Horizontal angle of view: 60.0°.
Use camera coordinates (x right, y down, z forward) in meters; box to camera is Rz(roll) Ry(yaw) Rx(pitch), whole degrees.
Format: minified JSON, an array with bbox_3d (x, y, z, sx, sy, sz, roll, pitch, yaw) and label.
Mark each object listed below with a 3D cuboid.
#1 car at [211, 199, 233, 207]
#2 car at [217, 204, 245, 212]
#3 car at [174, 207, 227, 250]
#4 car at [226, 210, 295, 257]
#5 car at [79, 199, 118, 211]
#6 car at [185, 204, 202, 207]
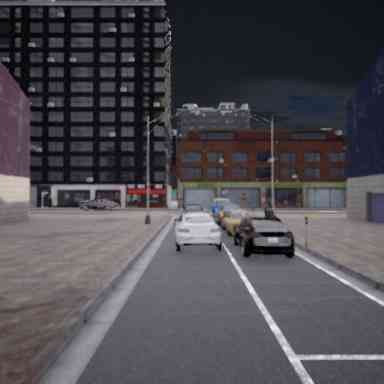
[{"bbox_3d":[2.645,1.536,23.846,1.967,1.590,4.097,0,0,0],"label":"car"},{"bbox_3d":[2.644,1.596,18.541,1.752,1.417,4.829,0,0,0],"label":"car"},{"bbox_3d":[0.205,1.578,14.467,1.812,1.442,4.674,0,0,-2],"label":"car"},{"bbox_3d":[2.643,1.611,12.897,1.947,1.339,4.313,0,0,0],"label":"car"},{"bbox_3d":[-12.030,1.670,42.857,4.902,1.511,2.128,0,-1,-1],"label":"car"},{"bbox_3d":[0.099,1.656,26.703,2.033,1.411,5.357,0,0,0],"label":"car"}]
